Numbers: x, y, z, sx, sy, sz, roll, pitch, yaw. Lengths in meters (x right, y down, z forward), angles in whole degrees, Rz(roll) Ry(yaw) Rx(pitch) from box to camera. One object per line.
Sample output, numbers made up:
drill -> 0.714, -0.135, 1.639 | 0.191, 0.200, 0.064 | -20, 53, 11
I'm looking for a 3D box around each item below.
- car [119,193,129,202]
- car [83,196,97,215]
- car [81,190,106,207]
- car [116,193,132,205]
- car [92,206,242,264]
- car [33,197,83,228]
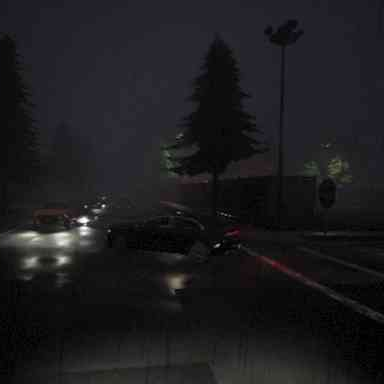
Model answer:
car -> -13.096, 1.000, 64.263 | 1.882, 1.535, 5.008 | 1, 0, -11
car -> -9.997, 1.278, 29.850 | 1.895, 1.301, 4.718 | 1, 0, -11
car -> -11.999, 0.825, 40.132 | 2.150, 2.045, 5.566 | 1, 0, -11
car -> -10.021, 1.159, 49.132 | 1.812, 1.442, 4.674 | 1, 0, -11
car -> -0.708, 1.450, 11.622 | 4.902, 1.511, 2.128 | 2, 1, 22
car -> -8.074, 1.225, 20.074 | 1.882, 1.535, 5.008 | 1, 0, -11
